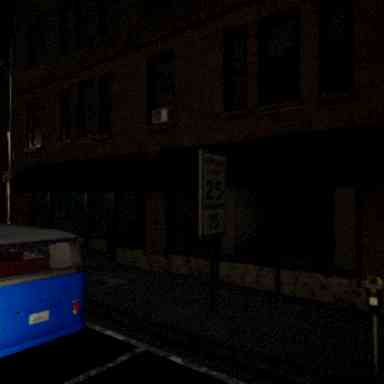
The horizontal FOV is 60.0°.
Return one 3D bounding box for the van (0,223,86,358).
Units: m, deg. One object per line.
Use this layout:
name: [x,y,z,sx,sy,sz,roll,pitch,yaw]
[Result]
van: [-3.470,1.412,5.489,3.998,1.788,1.690,0,-2,37]
